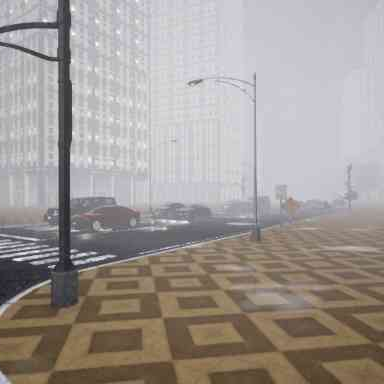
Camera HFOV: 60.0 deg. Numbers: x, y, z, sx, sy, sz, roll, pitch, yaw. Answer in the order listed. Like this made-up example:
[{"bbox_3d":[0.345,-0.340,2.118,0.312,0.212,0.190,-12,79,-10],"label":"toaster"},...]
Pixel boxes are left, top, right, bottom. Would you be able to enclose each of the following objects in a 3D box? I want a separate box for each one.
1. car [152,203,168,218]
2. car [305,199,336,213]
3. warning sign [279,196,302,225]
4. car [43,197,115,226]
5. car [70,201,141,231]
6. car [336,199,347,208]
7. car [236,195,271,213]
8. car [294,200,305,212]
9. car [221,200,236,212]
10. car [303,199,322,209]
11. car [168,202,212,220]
[{"bbox_3d":[-1.965,1.737,32.649,1.812,1.442,4.674,0,-1,34],"label":"car"},{"bbox_3d":[16.368,1.825,42.060,2.033,1.411,5.357,0,-1,33],"label":"car"},{"bbox_3d":[6.811,1.250,22.975,1.300,1.860,1.060,0,0,34],"label":"warning sign"},{"bbox_3d":[-7.805,1.366,24.119,2.150,2.045,5.566,0,-1,34],"label":"car"},{"bbox_3d":[-5.531,1.603,21.687,1.882,1.535,5.008,0,-1,34],"label":"car"},{"bbox_3d":[24.205,1.839,54.742,1.882,1.535,5.008,0,0,31],"label":"car"},{"bbox_3d":[8.042,1.491,41.565,2.150,2.045,5.566,0,1,34],"label":"car"},{"bbox_3d":[13.892,1.822,44.316,1.812,1.442,4.674,0,-1,34],"label":"car"},{"bbox_3d":[5.502,1.785,43.630,2.128,1.511,4.902,0,0,34],"label":"car"},{"bbox_3d":[19.159,1.858,52.751,1.837,1.490,4.892,0,0,31],"label":"car"},{"bbox_3d":[0.124,1.754,29.954,1.994,1.385,4.181,0,-1,34],"label":"car"}]
